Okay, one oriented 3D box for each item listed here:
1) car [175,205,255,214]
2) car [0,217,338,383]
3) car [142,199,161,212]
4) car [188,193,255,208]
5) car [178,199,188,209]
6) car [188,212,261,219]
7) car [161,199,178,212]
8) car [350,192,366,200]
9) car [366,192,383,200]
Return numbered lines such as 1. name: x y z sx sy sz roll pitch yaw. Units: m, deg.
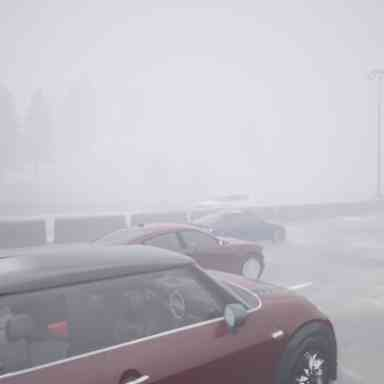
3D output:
1. car: 1.854 1.479 13.688 4.674 1.442 1.812 0 0 -36
2. car: -0.549 1.347 3.355 4.553 1.767 2.097 0 0 -36
3. car: -3.304 1.446 36.029 4.181 1.385 1.994 -1 0 -35
4. car: 2.812 1.104 27.496 5.566 2.045 2.150 -1 0 -35
5. car: 1.469 1.379 30.837 4.892 1.490 1.837 -1 0 -35
6. car: -0.428 1.462 7.741 5.008 1.535 1.882 0 0 -36
7. car: -0.598 1.438 33.660 4.181 1.385 1.994 -1 0 -35
8. car: 30.166 0.728 59.801 4.181 1.385 1.994 -2 1 -35
9. car: 32.929 0.692 57.469 5.357 1.411 2.033 -2 1 -35
